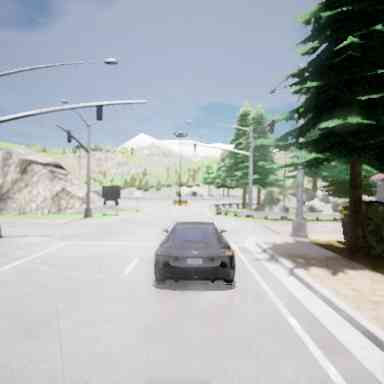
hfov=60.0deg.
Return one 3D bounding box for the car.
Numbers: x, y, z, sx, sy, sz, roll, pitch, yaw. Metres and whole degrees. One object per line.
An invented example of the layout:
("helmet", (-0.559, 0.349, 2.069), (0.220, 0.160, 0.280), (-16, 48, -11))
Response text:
("car", (0.066, 1.523, 9.520), (1.994, 1.385, 4.181), (1, 0, 0))
